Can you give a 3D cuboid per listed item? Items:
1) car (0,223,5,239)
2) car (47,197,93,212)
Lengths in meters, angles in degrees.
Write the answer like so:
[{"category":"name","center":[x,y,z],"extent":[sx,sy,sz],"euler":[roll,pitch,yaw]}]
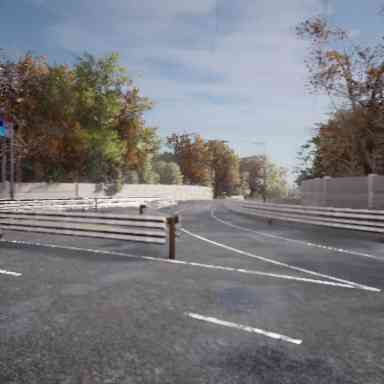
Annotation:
[{"category":"car","center":[-10.192,1.495,13.792],"extent":[5.357,1.411,2.033],"euler":[0,0,26]},{"category":"car","center":[-13.017,1.334,35.669],"extent":[4.892,1.490,1.837],"euler":[-1,1,-39]}]
